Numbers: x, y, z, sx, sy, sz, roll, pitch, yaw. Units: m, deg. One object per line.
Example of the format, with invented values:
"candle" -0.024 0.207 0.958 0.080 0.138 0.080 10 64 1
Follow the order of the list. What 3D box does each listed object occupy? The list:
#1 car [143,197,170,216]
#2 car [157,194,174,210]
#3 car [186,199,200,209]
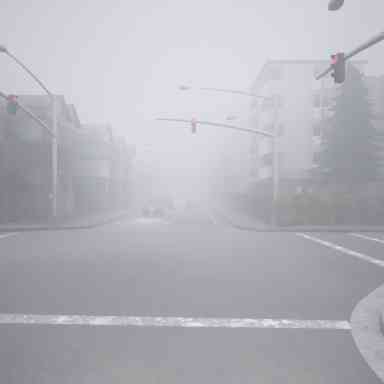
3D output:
"car" -3.595 1.491 32.312 2.128 1.511 4.902 0 0 0
"car" -3.574 1.221 42.888 2.150 2.045 5.566 0 0 0
"car" 0.089 1.600 45.583 1.895 1.301 4.718 0 0 -1
